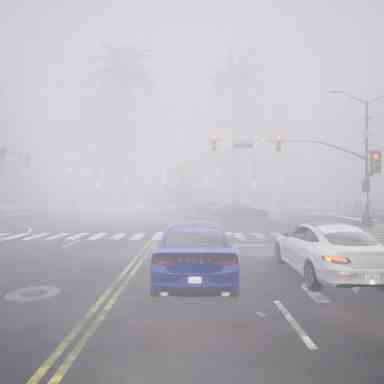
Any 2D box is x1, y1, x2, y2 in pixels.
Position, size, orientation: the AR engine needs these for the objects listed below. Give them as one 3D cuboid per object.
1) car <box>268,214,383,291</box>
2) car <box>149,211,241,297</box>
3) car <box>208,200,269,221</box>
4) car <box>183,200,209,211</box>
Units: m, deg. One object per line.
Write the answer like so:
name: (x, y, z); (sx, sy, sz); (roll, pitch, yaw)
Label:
car: (3.566, 1.526, 8.878); (1.812, 1.442, 4.674); (0, 0, 0)
car: (0.065, 1.478, 8.628); (1.882, 1.535, 5.008); (0, 0, 0)
car: (3.890, 1.525, 26.903); (4.674, 1.442, 1.812); (0, 0, 0)
car: (1.597, 1.505, 30.417); (4.892, 1.490, 1.837); (0, 0, 0)
